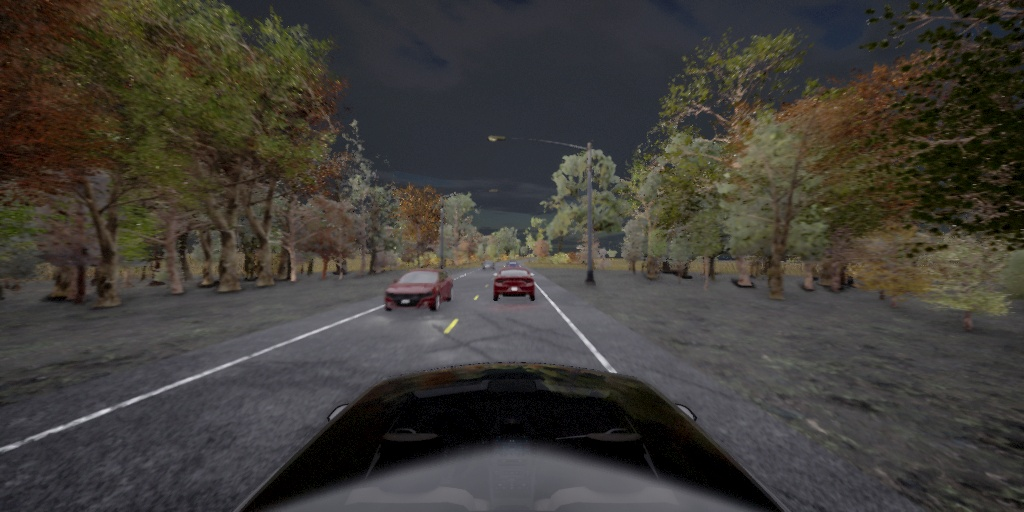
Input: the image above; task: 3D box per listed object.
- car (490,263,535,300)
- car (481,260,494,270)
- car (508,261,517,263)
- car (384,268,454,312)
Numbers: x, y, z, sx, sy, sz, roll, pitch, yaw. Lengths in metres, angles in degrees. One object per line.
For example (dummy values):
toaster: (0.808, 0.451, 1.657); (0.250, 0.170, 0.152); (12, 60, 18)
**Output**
car: (0.100, 1.282, 18.050); (1.882, 1.535, 5.008); (0, 0, 0)
car: (-3.544, 1.417, 54.543); (2.128, 1.511, 4.902); (0, 0, 1)
car: (0.106, 1.443, 52.216); (1.812, 1.442, 4.674); (0, 0, 0)
car: (-3.595, 1.271, 14.641); (1.882, 1.535, 5.008); (0, 0, 0)
